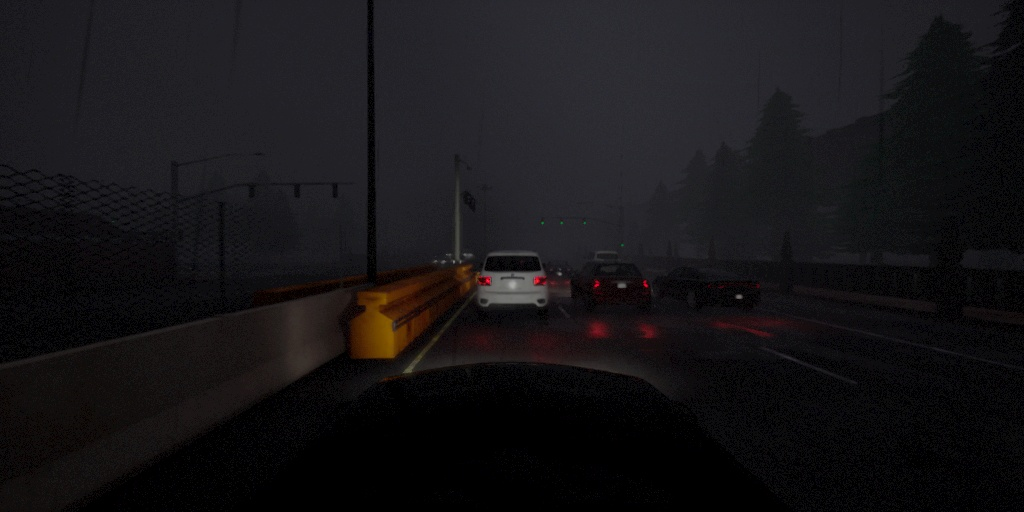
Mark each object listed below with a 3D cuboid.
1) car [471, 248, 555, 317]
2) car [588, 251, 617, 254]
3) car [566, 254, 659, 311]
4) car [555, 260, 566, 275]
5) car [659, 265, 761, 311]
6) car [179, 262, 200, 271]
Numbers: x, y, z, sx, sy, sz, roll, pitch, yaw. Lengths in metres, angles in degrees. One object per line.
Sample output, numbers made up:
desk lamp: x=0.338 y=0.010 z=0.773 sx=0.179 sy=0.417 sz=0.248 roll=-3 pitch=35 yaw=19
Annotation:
car: x=0.035 y=0.822 z=12.542 sx=2.150 sy=2.045 sz=5.566 roll=0 pitch=1 yaw=0
car: x=7.011 y=0.604 z=28.610 sx=2.150 sy=2.045 sz=5.566 roll=0 pitch=1 yaw=0
car: x=3.539 y=0.938 z=13.629 sx=2.097 sy=1.767 sz=4.553 roll=0 pitch=1 yaw=0
car: x=3.509 y=0.985 z=28.322 sx=1.895 sy=1.301 sz=4.718 roll=0 pitch=1 yaw=0
car: x=7.038 y=1.064 z=13.562 sx=1.882 sy=1.535 sz=5.008 roll=0 pitch=1 yaw=0
car: x=-33.148 y=0.901 z=34.568 sx=4.718 sy=1.301 sz=1.895 roll=0 pitch=1 yaw=2
